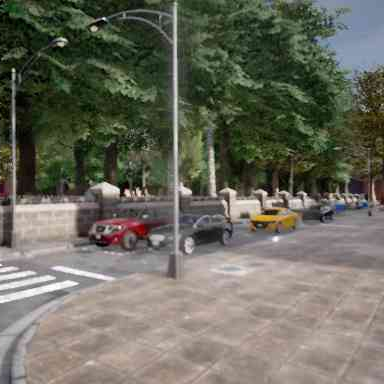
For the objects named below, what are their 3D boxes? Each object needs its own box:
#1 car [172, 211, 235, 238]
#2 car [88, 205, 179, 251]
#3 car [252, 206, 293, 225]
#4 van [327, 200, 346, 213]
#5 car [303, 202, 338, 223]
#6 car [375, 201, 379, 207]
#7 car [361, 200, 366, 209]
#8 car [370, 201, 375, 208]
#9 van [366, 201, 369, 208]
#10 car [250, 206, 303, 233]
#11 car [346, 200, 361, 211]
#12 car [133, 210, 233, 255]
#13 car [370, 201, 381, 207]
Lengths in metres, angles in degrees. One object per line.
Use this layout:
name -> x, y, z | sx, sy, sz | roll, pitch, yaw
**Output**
car -> 0.805, 1.879, 20.108 | 1.802, 1.307, 4.206 | -1, -1, 36
car -> -2.386, 1.550, 15.694 | 2.192, 1.841, 5.009 | -1, -1, 36
car -> 7.081, 1.949, 28.809 | 1.752, 1.417, 4.829 | -1, -1, 36
van -> 19.933, 2.045, 46.627 | 1.690, 1.788, 3.998 | -1, -2, 36
car -> 11.698, 1.937, 30.836 | 1.882, 1.535, 5.008 | -1, -1, 36
car -> 39.065, 2.724, 73.134 | 1.947, 1.339, 4.313 | -2, -2, 36
car -> 29.499, 2.490, 59.878 | 1.947, 1.339, 4.313 | -1, -2, 36
car -> 35.776, 2.602, 68.578 | 1.752, 1.417, 4.829 | -1, -2, 36
van -> 32.686, 2.342, 64.302 | 1.690, 1.788, 3.998 | -1, -2, 36
car -> 5.614, 1.811, 22.420 | 1.882, 1.535, 5.008 | 0, -1, 35
car -> 26.311, 2.400, 55.460 | 2.008, 1.369, 4.403 | -1, -2, 36
car -> 0.039, 1.715, 14.697 | 2.128, 1.511, 4.902 | 0, -1, 36
car -> 45.052, 2.891, 81.480 | 1.802, 1.307, 4.206 | -2, -2, 36
